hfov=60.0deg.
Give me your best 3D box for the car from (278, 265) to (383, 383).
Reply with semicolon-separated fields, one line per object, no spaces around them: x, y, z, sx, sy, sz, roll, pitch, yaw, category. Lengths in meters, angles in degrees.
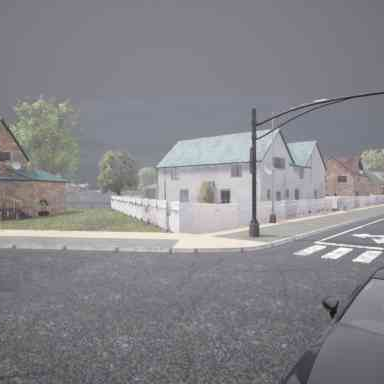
2.512;1.524;3.380;1.812;1.442;4.674;0;0;42;car
